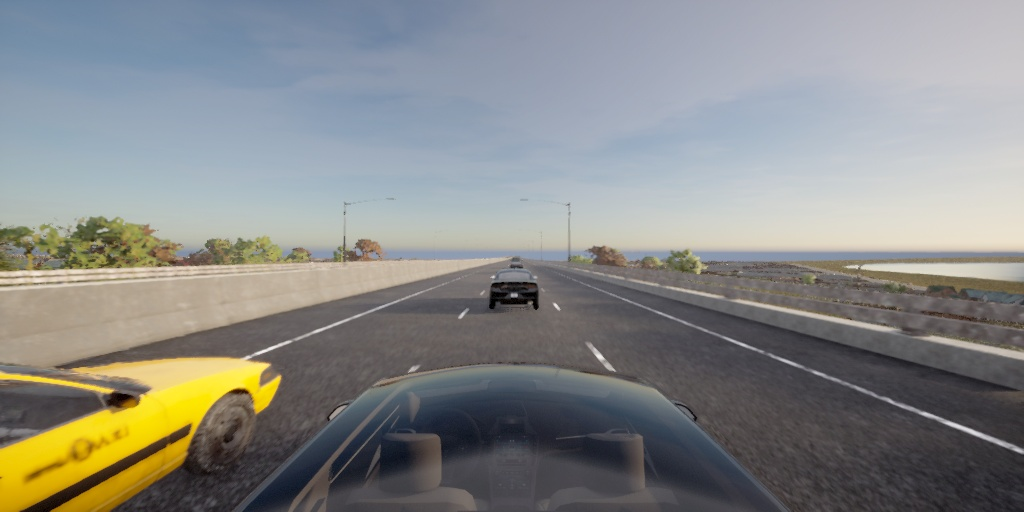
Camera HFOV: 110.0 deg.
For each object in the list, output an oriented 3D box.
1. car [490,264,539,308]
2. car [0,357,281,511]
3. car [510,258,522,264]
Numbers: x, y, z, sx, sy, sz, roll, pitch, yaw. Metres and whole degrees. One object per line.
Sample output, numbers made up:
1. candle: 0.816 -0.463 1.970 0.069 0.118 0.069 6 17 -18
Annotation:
1. car: 0.100 1.276 15.455 1.882 1.535 5.008 0 0 0
2. car: -3.503 1.203 1.776 1.801 1.575 5.366 0 0 0
3. car: 0.554 1.408 47.286 1.882 1.535 5.008 0 0 1
